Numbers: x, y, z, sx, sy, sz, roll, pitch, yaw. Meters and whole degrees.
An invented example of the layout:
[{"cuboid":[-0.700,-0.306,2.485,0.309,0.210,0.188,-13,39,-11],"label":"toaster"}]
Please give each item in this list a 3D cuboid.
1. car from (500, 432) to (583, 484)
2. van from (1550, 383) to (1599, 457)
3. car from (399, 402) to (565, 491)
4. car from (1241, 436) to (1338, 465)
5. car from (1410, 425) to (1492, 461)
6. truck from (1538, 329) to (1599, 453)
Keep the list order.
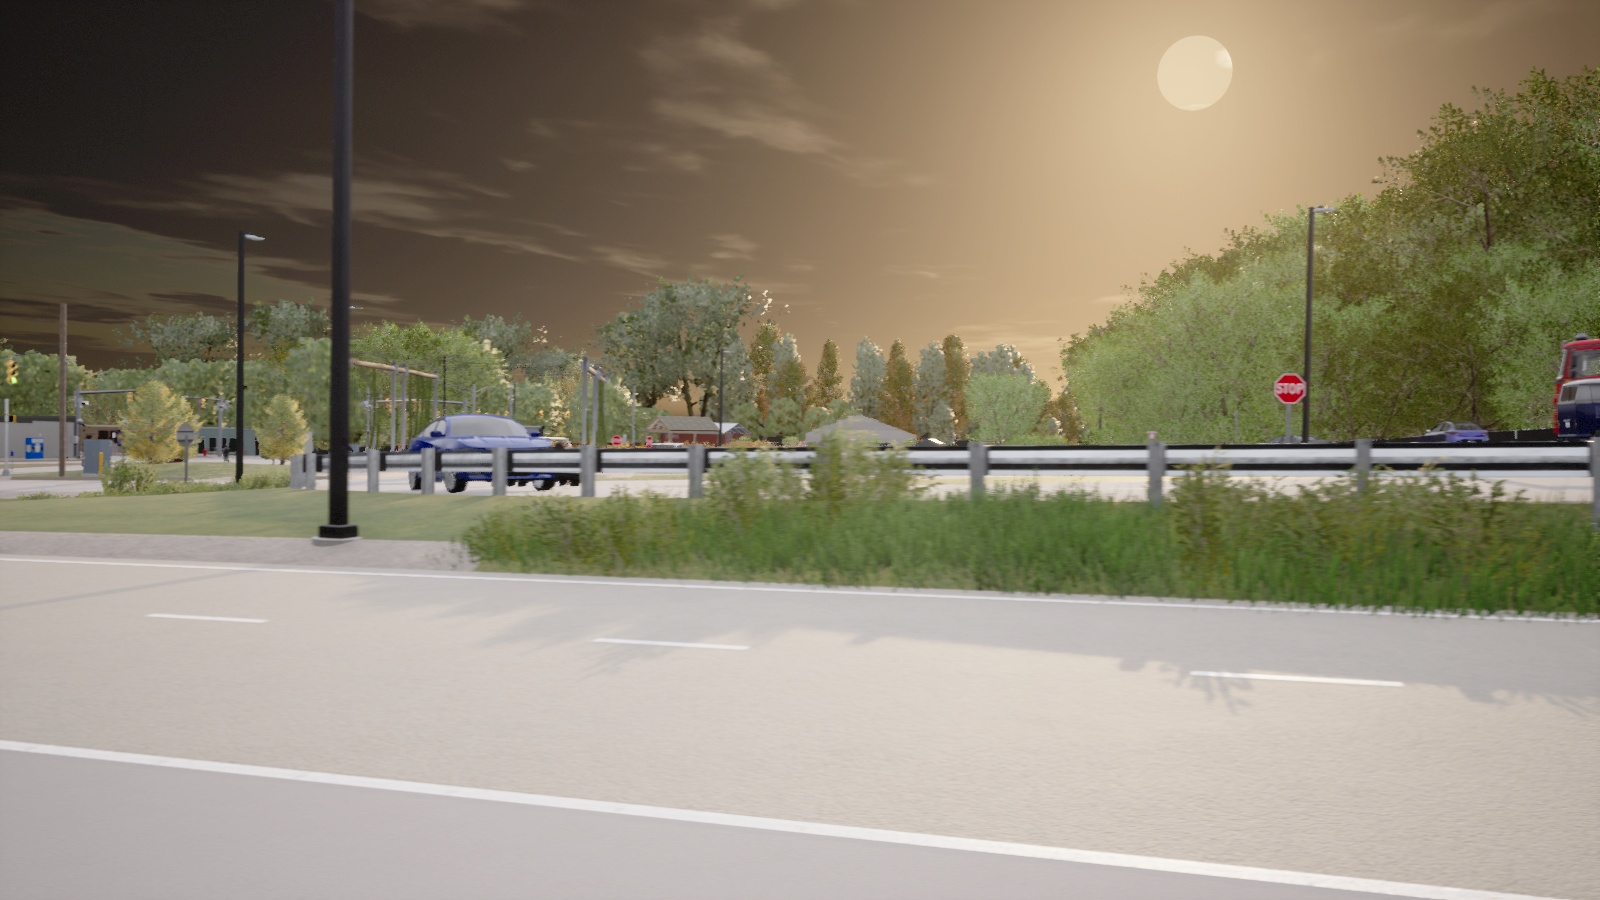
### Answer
[{"cuboid":[-7.902,0.274,38.144,1.970,1.475,3.806,1,-2,-19],"label":"car"},{"cuboid":[23.399,-0.889,34.450,4.442,1.987,1.775,-2,0,12],"label":"van"},{"cuboid":[-6.277,-0.015,24.325,1.882,1.535,5.008,0,-1,-29],"label":"car"},{"cuboid":[27.344,0.080,70.373,2.033,1.411,5.357,1,-2,-19],"label":"car"},{"cuboid":[28.555,-0.275,55.220,1.816,1.474,4.193,1,-1,6],"label":"car"},{"cuboid":[27.828,-1.935,38.595,8.468,3.827,2.891,-2,-1,37],"label":"truck"}]
